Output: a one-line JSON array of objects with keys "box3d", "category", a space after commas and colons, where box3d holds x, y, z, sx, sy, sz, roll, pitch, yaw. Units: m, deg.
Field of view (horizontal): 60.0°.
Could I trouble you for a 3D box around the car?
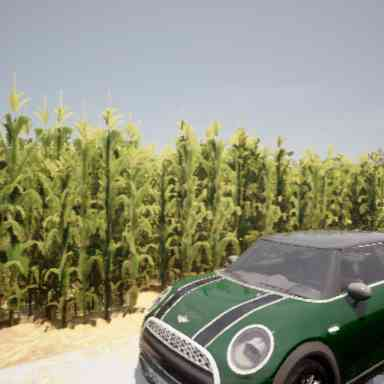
[{"box3d": [1.576, 1.381, 4.621, 4.553, 1.767, 2.097, 1, 0, -35], "category": "car"}]
